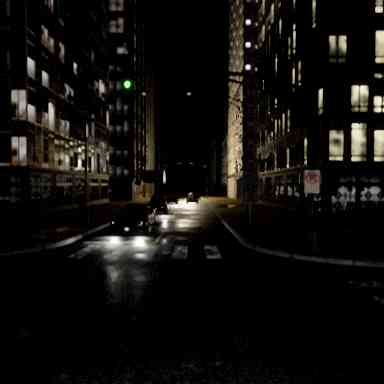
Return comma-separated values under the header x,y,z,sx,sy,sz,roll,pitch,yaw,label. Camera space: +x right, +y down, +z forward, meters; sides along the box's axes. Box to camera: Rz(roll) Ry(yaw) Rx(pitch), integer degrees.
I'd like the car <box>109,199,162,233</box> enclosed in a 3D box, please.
x,y,z,sx,sy,sz,roll,pitch,yaw,label
-3.080,1.341,18.362,2.033,1.411,5.357,0,1,0,car

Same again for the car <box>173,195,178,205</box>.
x,y,z,sx,sy,sz,roll,pitch,yaw,label
-3.009,1.113,48.089,1.895,1.301,4.718,0,1,1,car

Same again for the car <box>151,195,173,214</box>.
x,y,z,sx,sy,sz,roll,pitch,yaw,label
-3.064,1.184,30.337,1.837,1.490,4.892,0,0,0,car

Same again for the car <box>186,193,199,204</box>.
x,y,z,sx,sy,sz,roll,pitch,yaw,label
0.047,1.057,49.326,2.033,1.411,5.357,0,1,0,car

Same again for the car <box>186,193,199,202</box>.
x,y,z,sx,sy,sz,roll,pitch,yaw,label
0.057,0.908,59.742,2.128,1.511,4.902,0,0,0,car
